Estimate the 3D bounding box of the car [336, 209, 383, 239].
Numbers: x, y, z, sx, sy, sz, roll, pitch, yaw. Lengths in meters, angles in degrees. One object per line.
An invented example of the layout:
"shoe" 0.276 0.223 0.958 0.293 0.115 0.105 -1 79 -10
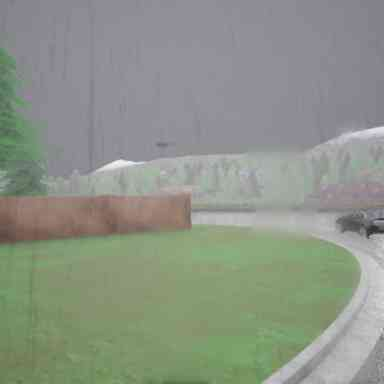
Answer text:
"car" 9.671 1.687 18.431 2.128 1.511 4.902 -1 -1 1
